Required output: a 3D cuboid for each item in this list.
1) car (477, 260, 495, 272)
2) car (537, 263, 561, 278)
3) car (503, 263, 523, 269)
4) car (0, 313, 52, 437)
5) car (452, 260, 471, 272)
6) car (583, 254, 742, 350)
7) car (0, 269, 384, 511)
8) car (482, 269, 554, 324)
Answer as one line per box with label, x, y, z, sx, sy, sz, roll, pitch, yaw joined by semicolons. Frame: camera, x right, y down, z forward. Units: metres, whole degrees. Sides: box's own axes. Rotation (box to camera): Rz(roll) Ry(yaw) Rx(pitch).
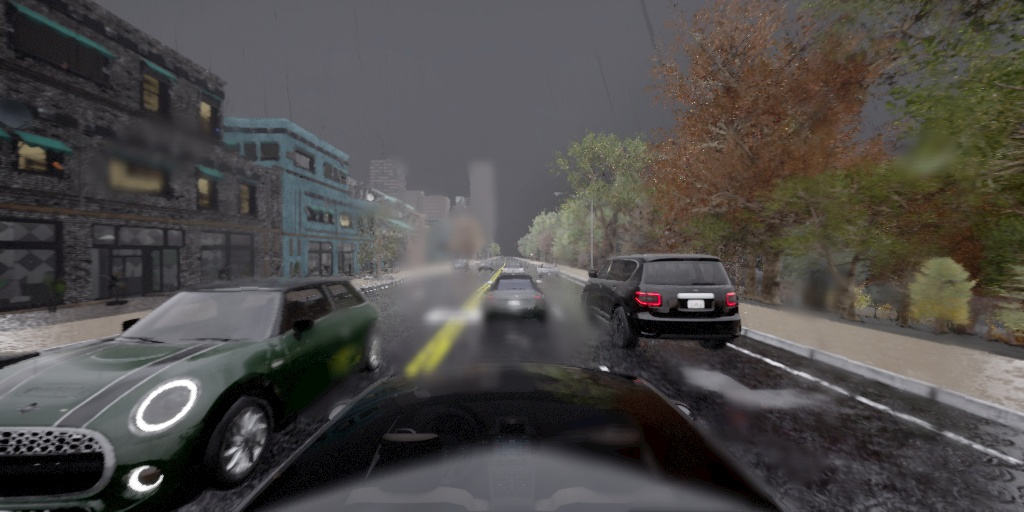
car;-3.329;1.234;46.504;1.837;1.490;4.892;0;0;0
car;3.354;1.337;33.250;1.895;1.301;4.718;0;0;0
car;0.104;1.337;33.282;1.895;1.301;4.718;0;0;0
car;-6.600;1.351;2.050;1.895;1.301;4.718;0;0;0
car;-6.569;1.223;46.975;2.128;1.511;4.902;0;0;0
car;3.352;0.968;9.208;2.150;2.045;5.566;0;0;0
car;-3.350;1.101;4.537;2.097;1.767;4.553;0;0;0
car;0.101;1.309;12.014;1.994;1.385;4.181;0;0;0
